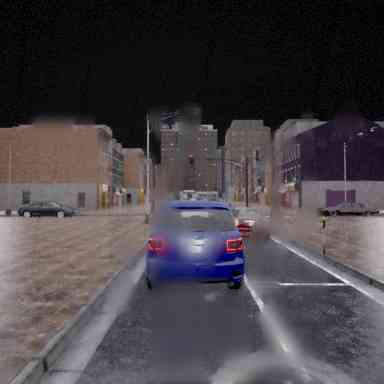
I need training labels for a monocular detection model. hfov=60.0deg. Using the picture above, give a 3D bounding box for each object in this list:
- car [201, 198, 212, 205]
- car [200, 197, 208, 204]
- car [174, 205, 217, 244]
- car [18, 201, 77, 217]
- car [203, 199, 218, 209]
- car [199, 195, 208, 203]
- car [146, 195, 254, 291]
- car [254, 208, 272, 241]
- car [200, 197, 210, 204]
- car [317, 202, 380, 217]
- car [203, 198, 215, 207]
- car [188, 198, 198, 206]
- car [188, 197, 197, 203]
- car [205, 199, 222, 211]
[{"bbox_3d":[2.741,1.846,65.303,1.947,1.339,4.313,1,-1,0],"label":"car"},{"bbox_3d":[2.756,1.911,76.348,1.752,1.417,4.829,1,-1,0],"label":"car"},{"bbox_3d":[0.118,1.500,16.994,1.882,1.535,5.008,0,0,-1],"label":"car"},{"bbox_3d":[-12.484,1.534,28.886,4.892,1.490,1.837,0,-2,2],"label":"car"},{"bbox_3d":[2.719,1.717,48.991,1.947,1.339,4.313,1,0,0],"label":"car"},{"bbox_3d":[2.767,1.755,81.619,2.192,1.841,5.009,1,-1,0],"label":"car"},{"bbox_3d":[0.052,1.230,9.193,2.150,2.045,5.566,0,0,-1],"label":"car"},{"bbox_3d":[2.682,1.462,16.807,1.967,1.590,4.097,2,0,0],"label":"car"},{"bbox_3d":[2.749,1.858,70.910,1.752,1.417,4.829,1,-1,0],"label":"car"},{"bbox_3d":[14.755,1.621,31.586,5.357,1.411,2.033,0,-2,3],"label":"car"},{"bbox_3d":[2.728,1.716,54.598,1.752,1.417,4.829,1,0,0],"label":"car"},{"bbox_3d":[0.181,1.748,58.672,1.812,1.442,4.674,0,0,0],"label":"car"},{"bbox_3d":[0.112,1.994,84.225,2.128,1.511,4.902,0,-1,0],"label":"car"},{"bbox_3d":[2.713,1.684,43.554,1.947,1.339,4.313,1,0,0],"label":"car"}]
